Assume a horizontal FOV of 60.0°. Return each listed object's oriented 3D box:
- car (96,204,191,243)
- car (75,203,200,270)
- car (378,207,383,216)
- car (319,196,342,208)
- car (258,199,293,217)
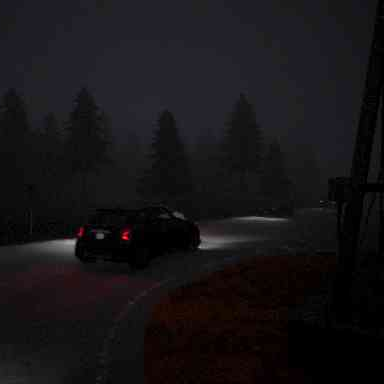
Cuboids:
[{"bbox_3d":[-2.154,1.388,16.196,1.812,1.442,4.674,0,0,36],"label":"car"},{"bbox_3d":[-1.493,1.210,10.840,2.097,1.767,4.553,0,0,27],"label":"car"},{"bbox_3d":[16.635,1.344,25.646,3.988,1.617,1.851,0,0,35],"label":"car"},{"bbox_3d":[18.601,1.267,44.568,2.097,1.767,4.553,0,0,36],"label":"car"},{"bbox_3d":[7.490,1.388,29.441,1.812,1.442,4.674,0,0,36],"label":"car"}]
